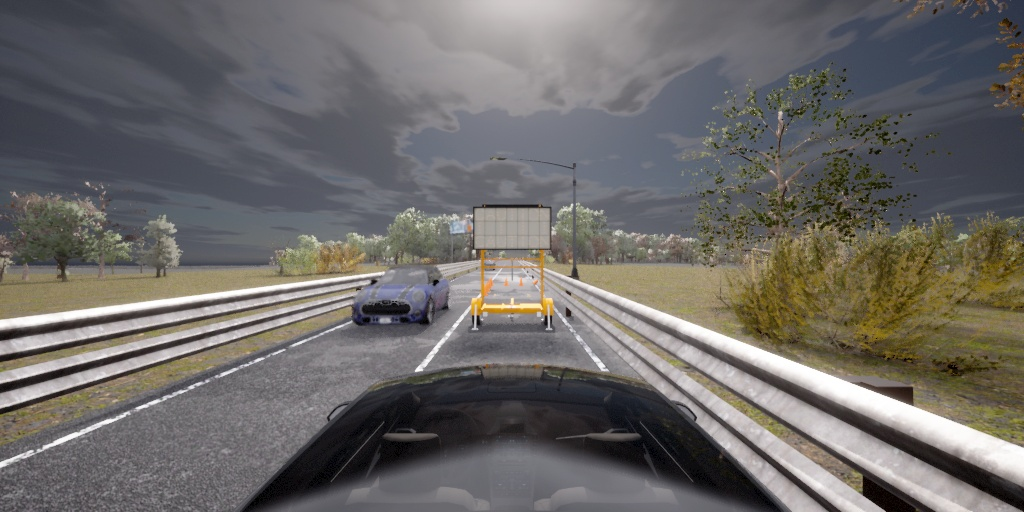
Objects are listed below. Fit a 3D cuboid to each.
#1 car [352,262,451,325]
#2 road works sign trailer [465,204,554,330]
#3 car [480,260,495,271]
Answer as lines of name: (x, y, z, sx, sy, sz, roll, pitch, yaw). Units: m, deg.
car: (-3.351, 1.105, 11.703, 2.097, 1.767, 4.553, 0, 0, 0)
road works sign trailer: (0.009, 0.217, 11.101, 2.380, 3.560, 2.880, 0, 0, 0)
car: (-3.254, 1.313, 49.496, 2.033, 1.411, 5.357, 0, 0, 0)
